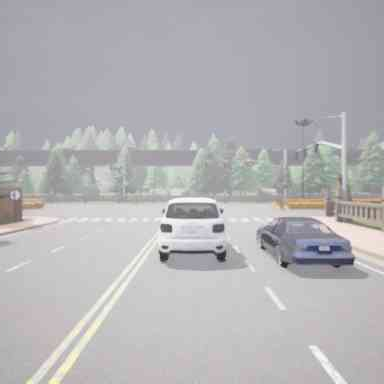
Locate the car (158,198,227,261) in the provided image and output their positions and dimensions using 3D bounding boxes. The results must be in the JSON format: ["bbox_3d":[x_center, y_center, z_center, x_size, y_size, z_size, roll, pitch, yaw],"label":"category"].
[{"bbox_3d":[0.034,1.218,12.351,2.150,2.045,5.566,0,0,1],"label":"car"}]

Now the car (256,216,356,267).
[{"bbox_3d":[3.524,1.543,11.333,2.033,1.411,5.357,0,0,0],"label":"car"}]

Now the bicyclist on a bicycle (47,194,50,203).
[{"bbox_3d":[-27.049,1.276,62.900,0.582,1.620,1.656,0,0,0],"label":"bicyclist on a bicycle"}]
